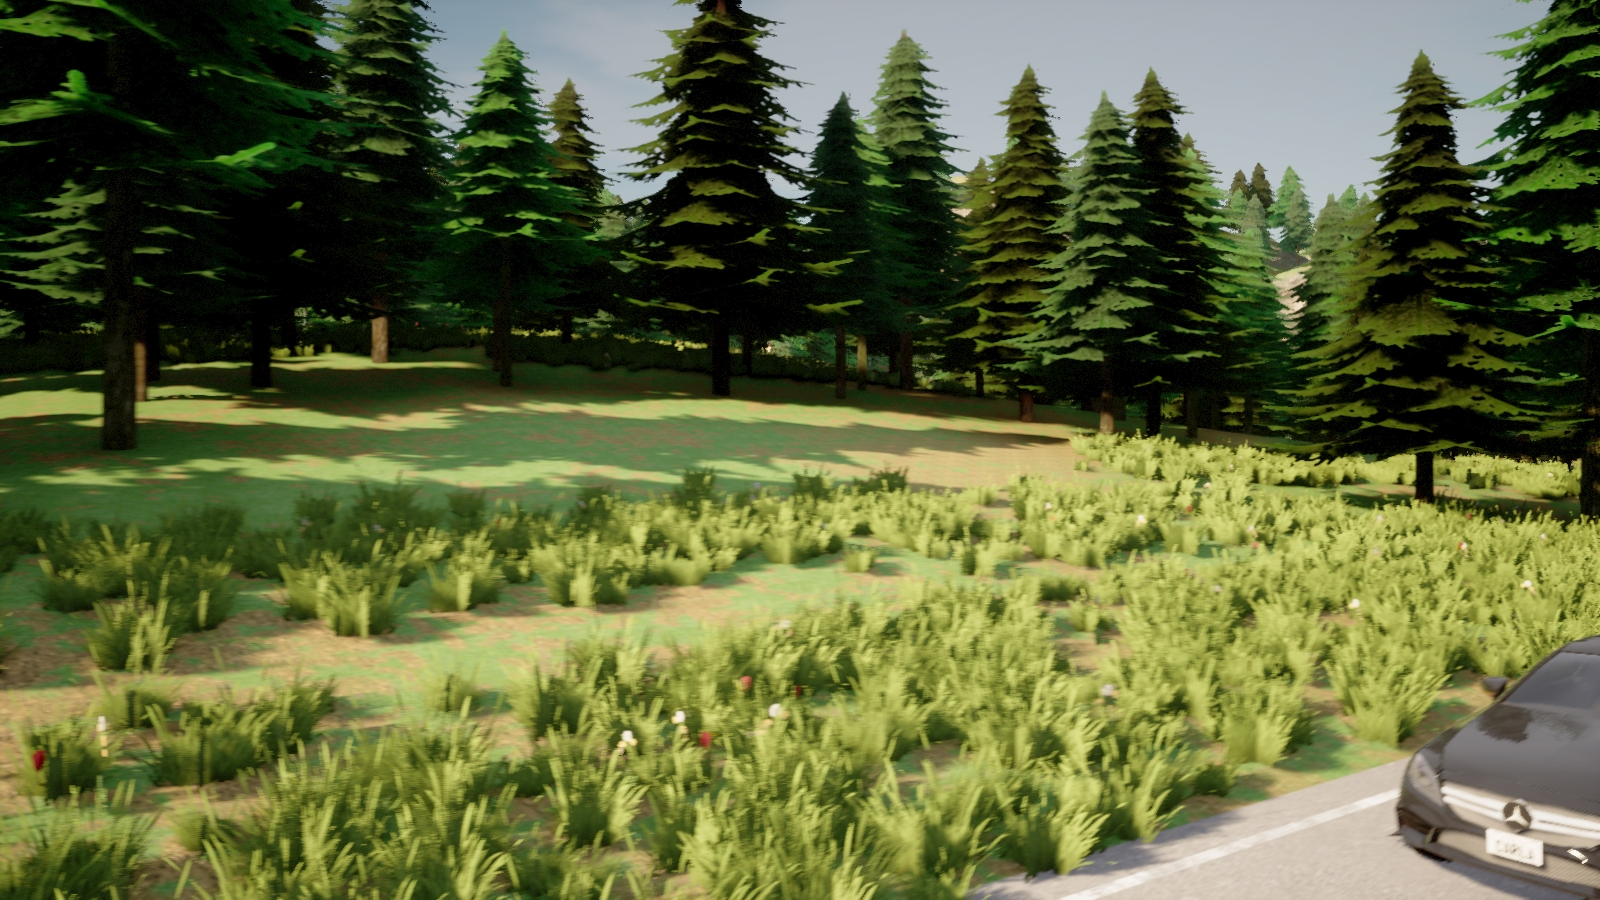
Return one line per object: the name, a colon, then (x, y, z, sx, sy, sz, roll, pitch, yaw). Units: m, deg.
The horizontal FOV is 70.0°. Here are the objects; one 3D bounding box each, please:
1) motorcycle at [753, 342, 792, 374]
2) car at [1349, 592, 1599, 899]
motorcycle: (-1.405, -4.697, 58.731, 0.764, 1.277, 2.356, -1, -5, 32)
car: (6.116, 1.941, 8.067, 4.674, 1.442, 2.002, 0, 0, -35)
